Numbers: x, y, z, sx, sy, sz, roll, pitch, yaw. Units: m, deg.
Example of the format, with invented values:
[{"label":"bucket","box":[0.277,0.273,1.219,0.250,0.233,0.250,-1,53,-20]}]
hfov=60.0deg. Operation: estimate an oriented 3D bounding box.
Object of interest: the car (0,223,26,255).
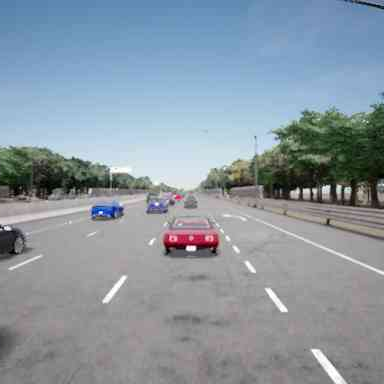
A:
[{"label":"car","box":[-7.022,1.494,10.291,1.837,1.490,4.892,0,0,0]}]

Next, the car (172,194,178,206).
[{"label":"car","box":[-3.672,1.460,53.240,1.812,1.442,4.674,0,0,0]}]

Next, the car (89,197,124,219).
[{"label":"car","box":[-7.081,1.439,28.280,1.882,1.535,5.008,0,0,0]}]

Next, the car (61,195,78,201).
[{"label":"car","box":[-24.728,1.400,68.938,1.837,1.490,4.892,0,0,0]}]

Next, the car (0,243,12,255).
[{"label":"car","box":[-3.507,1.506,2.283,1.837,1.490,4.892,0,0,0]}]

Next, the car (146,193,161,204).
[{"label":"car","box":[-7.204,1.155,62.322,2.150,2.045,5.566,0,0,0]}]

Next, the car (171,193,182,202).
[{"label":"car","box":[-3.751,1.148,75.332,2.150,2.045,5.566,0,0,0]}]

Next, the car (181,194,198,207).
[{"label":"car","box":[-0.152,1.425,48.248,2.128,1.511,4.902,0,0,0]}]

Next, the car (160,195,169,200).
[{"label":"car","box":[-7.297,1.447,88.300,1.812,1.442,4.674,0,0,0]}]

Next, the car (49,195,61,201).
[{"label":"car","box":[-28.233,1.397,70.310,2.033,1.411,5.357,0,0,0]}]

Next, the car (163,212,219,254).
[{"label":"car","box":[-0.029,1.574,13.267,1.895,1.301,4.718,0,0,0]}]

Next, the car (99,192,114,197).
[{"label":"car","box":[-17.729,1.117,68.932,2.150,2.045,5.566,0,0,0]}]

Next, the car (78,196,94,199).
[{"label":"car","box":[-21.228,1.436,68.950,2.033,1.411,5.357,0,0,0]}]

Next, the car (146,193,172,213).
[{"label":"car","box":[-3.610,1.300,36.202,2.097,1.767,4.553,0,0,0]}]
